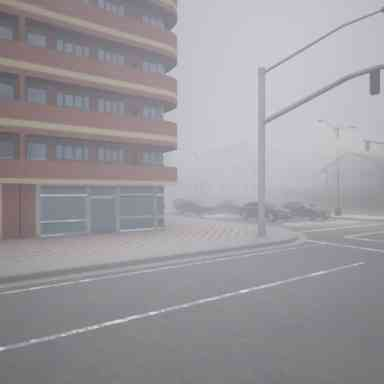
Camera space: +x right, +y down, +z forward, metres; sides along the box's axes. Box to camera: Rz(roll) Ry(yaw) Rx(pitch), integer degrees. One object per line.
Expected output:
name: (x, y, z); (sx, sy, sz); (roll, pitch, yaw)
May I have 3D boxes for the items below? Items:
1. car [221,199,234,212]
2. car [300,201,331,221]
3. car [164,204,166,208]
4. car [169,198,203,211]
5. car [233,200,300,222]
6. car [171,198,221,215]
car: (4.344, 1.522, 35.085); (1.812, 1.442, 4.674); (0, 0, -34)
car: (9.279, 1.522, 27.914); (1.812, 1.442, 4.674); (0, 0, -34)
car: (-5.392, 1.544, 43.038); (2.033, 1.411, 5.357); (0, 0, -34)
car: (-0.839, 1.501, 42.595); (1.837, 1.490, 4.892); (0, 0, -35)
car: (5.844, 1.502, 26.709); (1.837, 1.490, 4.892); (0, 0, -34)
car: (0.321, 1.542, 34.738); (2.033, 1.411, 5.357); (0, 0, -34)
